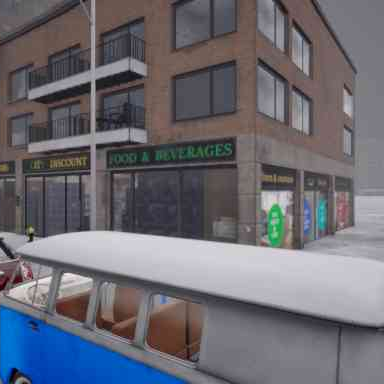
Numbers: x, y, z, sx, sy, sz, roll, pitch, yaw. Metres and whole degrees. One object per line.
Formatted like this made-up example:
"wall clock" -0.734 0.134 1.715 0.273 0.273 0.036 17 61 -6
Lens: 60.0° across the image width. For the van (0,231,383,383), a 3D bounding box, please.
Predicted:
"van" -0.190 1.341 2.980 3.998 1.788 1.690 0 0 35
